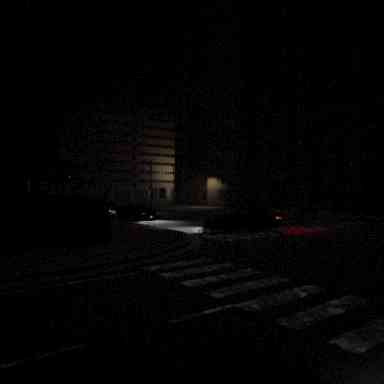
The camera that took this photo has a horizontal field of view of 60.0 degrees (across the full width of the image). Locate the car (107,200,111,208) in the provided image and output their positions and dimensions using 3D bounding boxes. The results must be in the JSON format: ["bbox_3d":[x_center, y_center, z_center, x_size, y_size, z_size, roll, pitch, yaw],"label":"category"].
[{"bbox_3d":[-11.550,1.649,44.146,1.895,1.301,4.718,0,0,-35],"label":"car"}]

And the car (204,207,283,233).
[{"bbox_3d":[3.022,1.624,19.798,4.674,1.442,1.812,-1,0,11],"label":"car"}]

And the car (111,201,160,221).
[{"bbox_3d":[-4.747,1.597,28.479,2.033,1.411,5.357,0,0,-35],"label":"car"}]
